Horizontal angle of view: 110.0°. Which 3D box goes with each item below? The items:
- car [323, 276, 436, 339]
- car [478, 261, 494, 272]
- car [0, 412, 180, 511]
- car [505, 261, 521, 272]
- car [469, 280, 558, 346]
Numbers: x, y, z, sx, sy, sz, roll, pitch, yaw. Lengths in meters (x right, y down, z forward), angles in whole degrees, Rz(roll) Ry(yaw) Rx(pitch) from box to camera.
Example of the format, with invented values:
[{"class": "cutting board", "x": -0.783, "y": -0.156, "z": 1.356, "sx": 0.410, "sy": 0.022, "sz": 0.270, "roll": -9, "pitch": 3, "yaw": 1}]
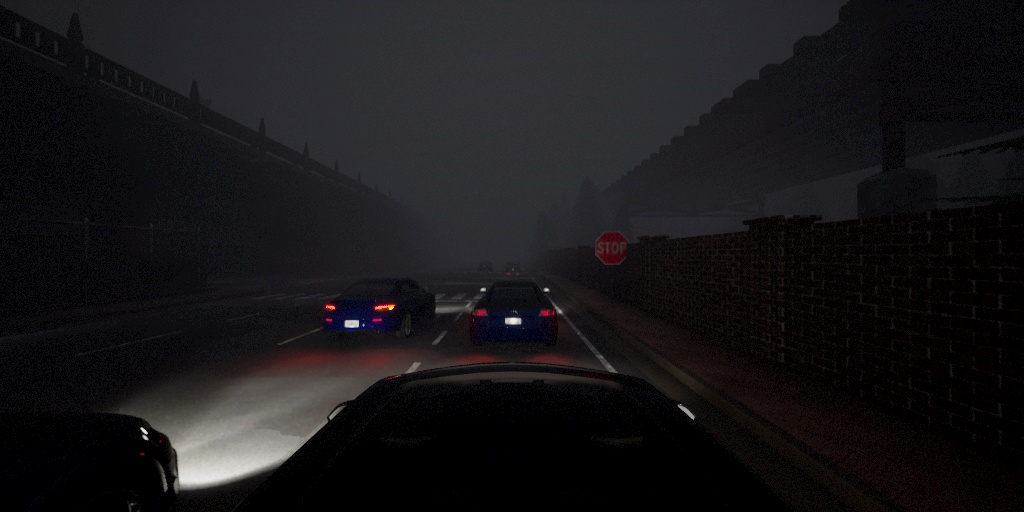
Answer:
[{"class": "car", "x": -3.411, "y": 1.275, "z": 9.930, "sx": 1.812, "sy": 1.442, "sz": 4.674, "roll": 0, "pitch": 0, "yaw": 0}, {"class": "car", "x": -3.385, "y": 1.295, "z": 46.006, "sx": 2.033, "sy": 1.411, "sz": 5.357, "roll": 0, "pitch": 0, "yaw": -1}, {"class": "car", "x": -3.399, "y": 1.314, "z": 0.835, "sx": 1.994, "sy": 1.385, "sz": 4.181, "roll": 0, "pitch": 0, "yaw": 0}, {"class": "car", "x": 0.109, "y": 1.348, "z": 46.210, "sx": 1.895, "sy": 1.301, "sz": 4.718, "roll": 0, "pitch": 0, "yaw": -1}, {"class": "car", "x": 0.070, "y": 1.314, "z": 9.407, "sx": 1.994, "sy": 1.385, "sz": 4.181, "roll": 0, "pitch": 0, "yaw": 1}]
